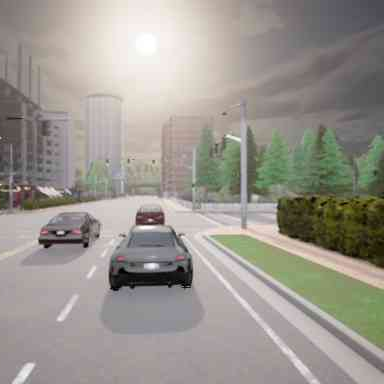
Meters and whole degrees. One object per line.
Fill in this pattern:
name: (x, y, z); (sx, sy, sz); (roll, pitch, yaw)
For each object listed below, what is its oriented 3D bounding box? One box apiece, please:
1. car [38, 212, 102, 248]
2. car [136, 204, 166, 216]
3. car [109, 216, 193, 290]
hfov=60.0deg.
car: (-5.369, 1.618, 15.195); (2.033, 1.411, 5.357); (0, 0, -8)
car: (-2.824, 1.582, 22.772); (1.882, 1.535, 5.008); (0, 0, -7)
car: (-1.122, 1.608, 9.310); (1.994, 1.385, 4.181); (0, 0, -7)
